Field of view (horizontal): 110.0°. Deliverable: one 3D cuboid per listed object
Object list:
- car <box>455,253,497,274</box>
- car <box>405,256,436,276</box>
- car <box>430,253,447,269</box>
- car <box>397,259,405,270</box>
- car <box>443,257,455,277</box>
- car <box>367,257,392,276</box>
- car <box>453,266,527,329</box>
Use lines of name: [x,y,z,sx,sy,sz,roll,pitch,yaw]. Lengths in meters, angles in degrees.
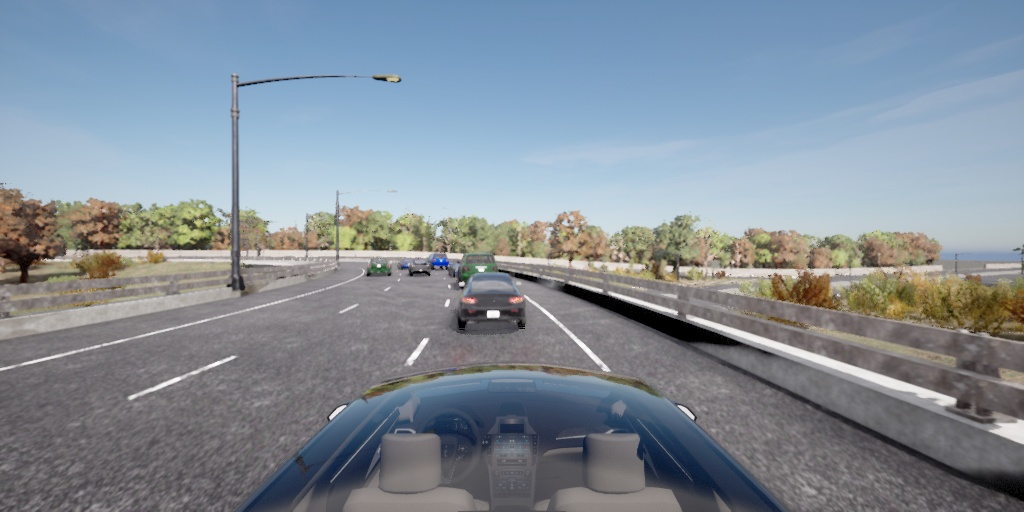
car: [-2.162,0.845,21.935,2.150,2.045,5.566,0,0,-11]
car: [-8.731,1.045,33.784,2.128,1.511,4.902,0,0,-17]
car: [-9.665,0.693,46.182,2.150,2.045,5.566,0,0,-23]
car: [-13.651,1.038,46.460,1.994,1.385,4.181,0,0,-24]
car: [-4.634,1.108,32.319,2.033,1.411,5.357,0,0,-17]
car: [-12.377,0.906,33.665,2.097,1.767,4.553,0,0,-17]
car: [-0.646,1.218,10.932,1.812,1.442,4.674,0,0,-5]
